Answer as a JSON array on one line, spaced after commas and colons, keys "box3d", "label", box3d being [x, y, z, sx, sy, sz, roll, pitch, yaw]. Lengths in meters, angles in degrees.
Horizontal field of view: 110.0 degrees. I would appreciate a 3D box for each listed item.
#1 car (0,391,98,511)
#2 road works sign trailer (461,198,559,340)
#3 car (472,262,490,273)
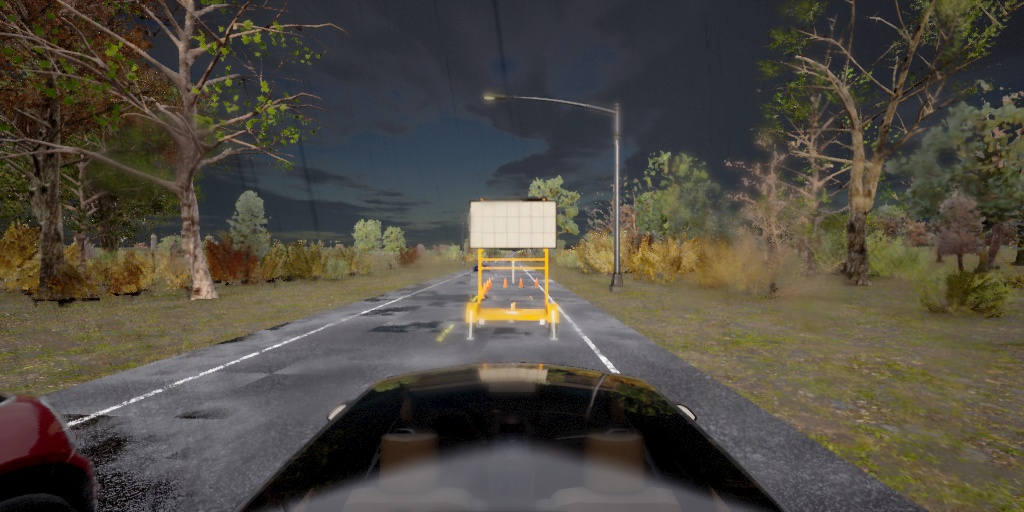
[{"box3d": [-3.603, 1.102, 0.174, 2.097, 1.767, 4.553, 0, 0, 0], "label": "car"}, {"box3d": [0.038, 0.211, 9.951, 2.380, 3.560, 2.880, 0, 0, 1], "label": "road works sign trailer"}, {"box3d": [-3.582, 1.331, 42.363, 1.895, 1.301, 4.718, 0, 0, 0], "label": "car"}]
